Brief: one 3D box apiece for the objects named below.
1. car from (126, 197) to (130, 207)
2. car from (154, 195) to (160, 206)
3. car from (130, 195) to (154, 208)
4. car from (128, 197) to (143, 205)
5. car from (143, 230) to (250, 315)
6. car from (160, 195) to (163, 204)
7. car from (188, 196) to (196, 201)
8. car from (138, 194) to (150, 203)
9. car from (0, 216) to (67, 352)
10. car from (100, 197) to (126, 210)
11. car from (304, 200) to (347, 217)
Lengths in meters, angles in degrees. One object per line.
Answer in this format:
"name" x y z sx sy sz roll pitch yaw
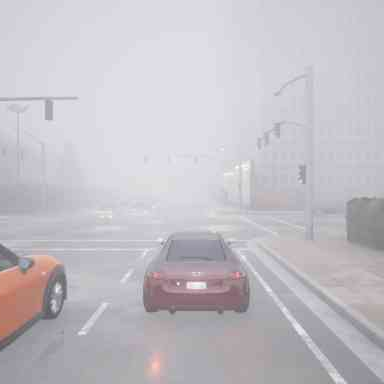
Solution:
"car" -10.521 1.477 52.659 1.882 1.535 5.008 0 0 0
"car" -7.009 1.505 56.052 1.837 1.490 4.892 0 0 0
"car" -7.024 1.352 47.109 2.097 1.767 4.553 0 0 0
"car" -10.476 1.601 61.959 1.895 1.301 4.718 0 0 0
"car" 0.087 1.564 7.680 1.994 1.385 4.181 0 0 0
"car" -6.939 1.352 66.130 2.097 1.767 4.553 0 0 1
"car" 0.107 1.552 82.673 1.994 1.385 4.181 0 0 0
"car" -10.406 1.355 72.289 2.097 1.767 4.553 0 0 0
"car" -3.434 1.352 4.506 2.097 1.767 4.553 0 0 1
"car" -10.546 1.491 43.510 2.128 1.511 4.902 0 0 1
"car" 13.134 1.547 31.430 4.902 1.511 2.128 0 0 0
